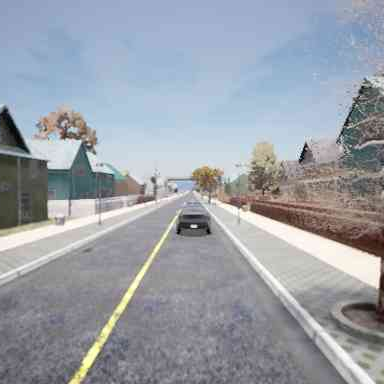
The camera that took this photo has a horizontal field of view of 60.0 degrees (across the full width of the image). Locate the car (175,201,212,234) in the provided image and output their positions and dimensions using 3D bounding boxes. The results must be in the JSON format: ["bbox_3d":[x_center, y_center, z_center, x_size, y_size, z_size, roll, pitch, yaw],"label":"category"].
[{"bbox_3d":[0.090,1.495,19.292,1.837,1.490,4.892,0,0,0],"label":"car"}]

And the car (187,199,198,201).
[{"bbox_3d":[0.082,1.535,41.705,2.033,1.411,5.357,0,0,0],"label":"car"}]
